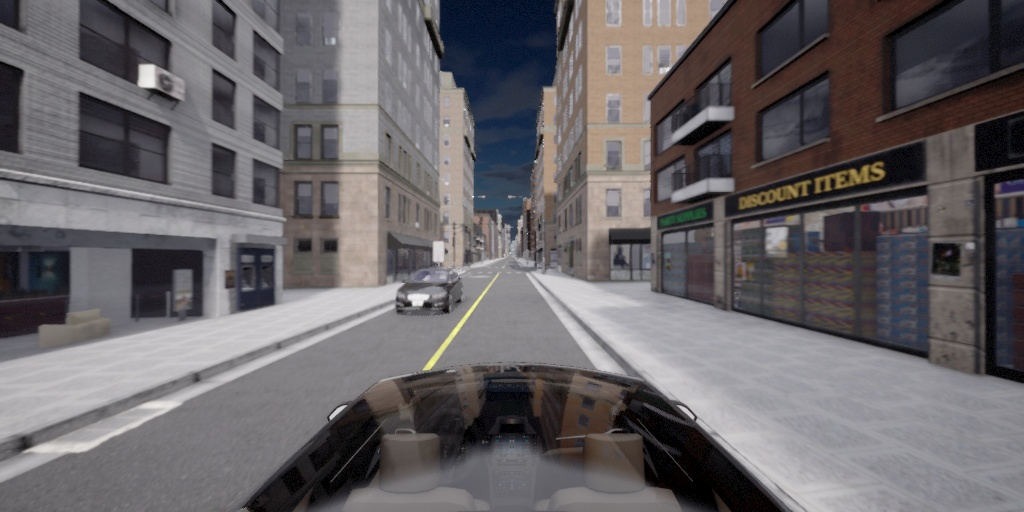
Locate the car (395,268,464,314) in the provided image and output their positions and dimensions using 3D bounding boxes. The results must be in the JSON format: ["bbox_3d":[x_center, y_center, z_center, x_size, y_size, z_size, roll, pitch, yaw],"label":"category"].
[{"bbox_3d":[-2.999,1.238,13.852,2.128,1.511,4.902,0,0,0],"label":"car"}]
